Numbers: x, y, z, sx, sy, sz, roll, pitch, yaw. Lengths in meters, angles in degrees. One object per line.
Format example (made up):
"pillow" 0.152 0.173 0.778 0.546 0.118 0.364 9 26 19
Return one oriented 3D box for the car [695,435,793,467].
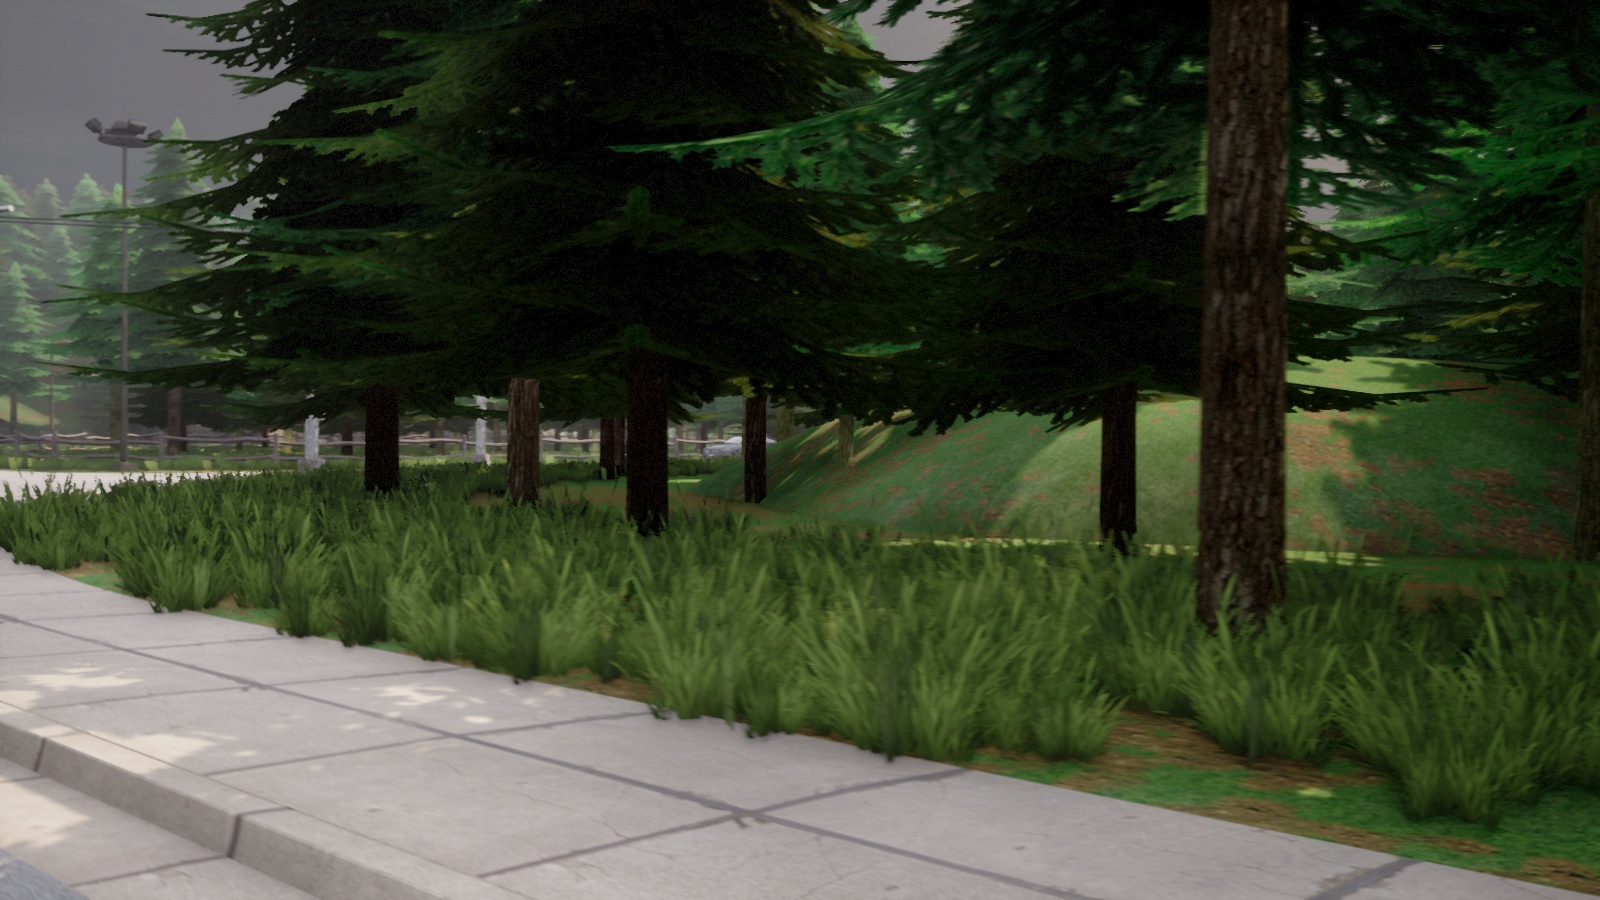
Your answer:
"car" -2.582 0.030 58.921 1.812 1.442 4.674 0 1 43
